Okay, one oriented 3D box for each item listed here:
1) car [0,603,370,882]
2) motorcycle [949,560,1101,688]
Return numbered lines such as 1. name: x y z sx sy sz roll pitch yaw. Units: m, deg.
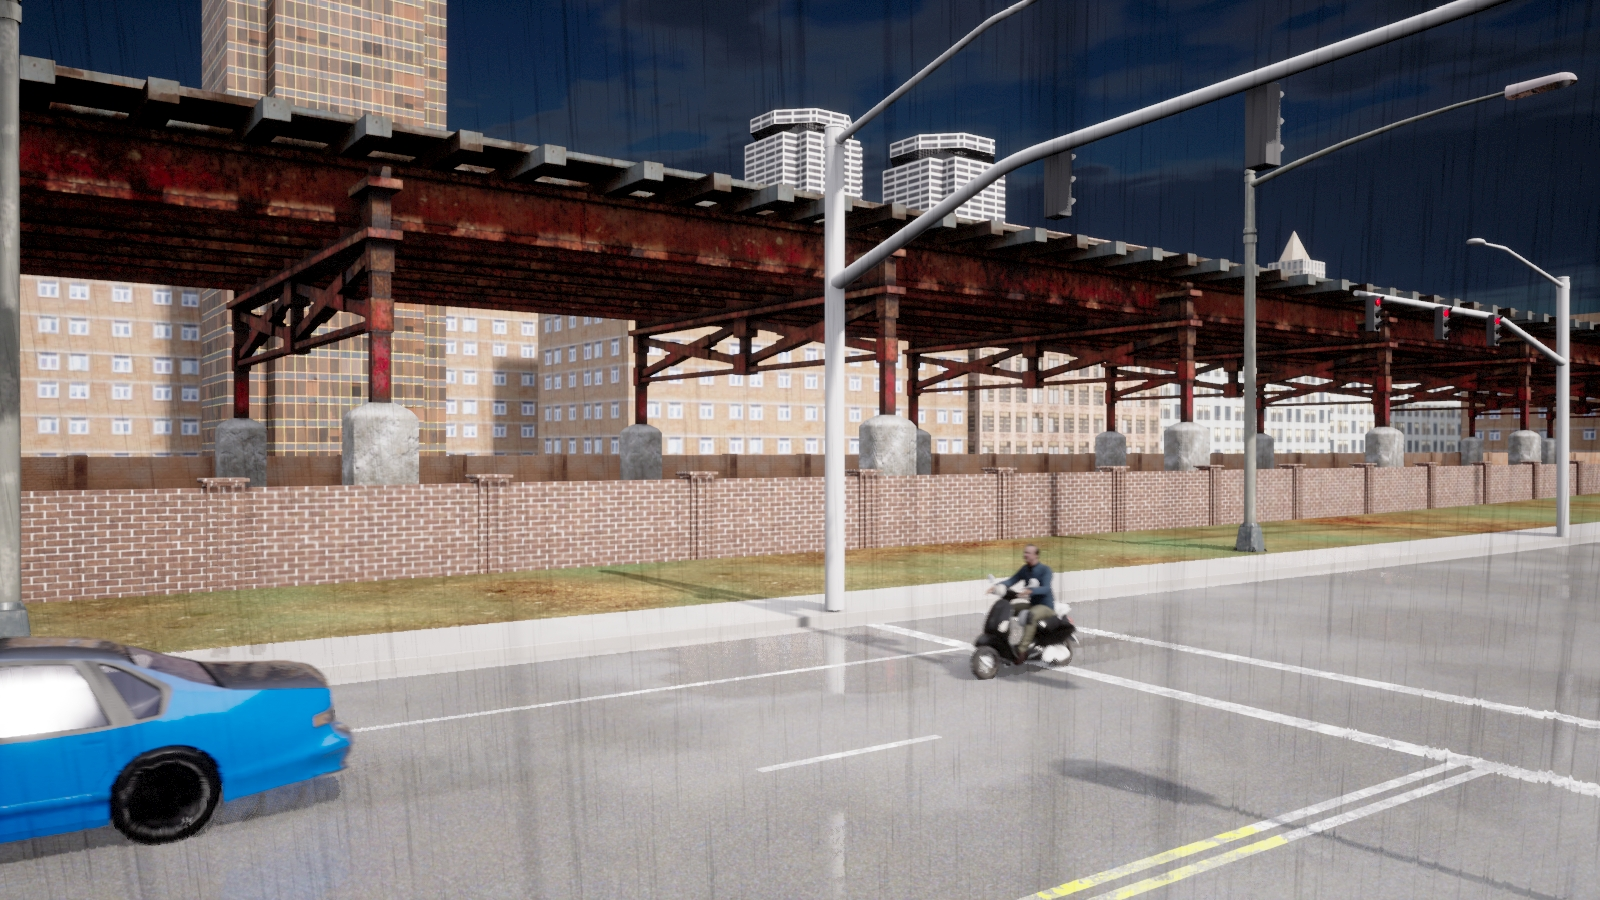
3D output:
1. car: -6.080 2.106 8.073 5.357 1.411 2.033 0 0 -35
2. motorcycle: 2.827 2.129 14.323 1.805 1.341 0.856 0 0 -35
